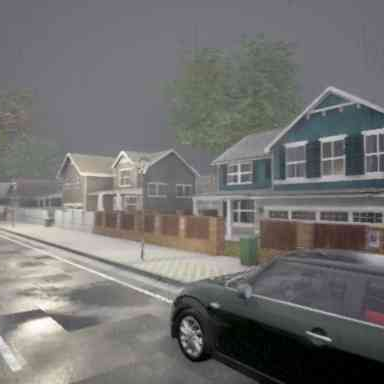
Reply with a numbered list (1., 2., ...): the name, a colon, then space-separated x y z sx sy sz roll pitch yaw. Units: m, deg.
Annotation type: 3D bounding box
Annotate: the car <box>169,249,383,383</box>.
1. car: 1.664 1.543 4.364 2.097 1.767 4.553 2 -3 -40
